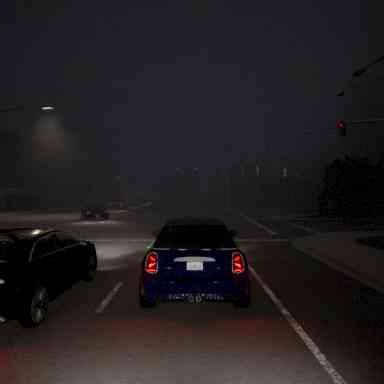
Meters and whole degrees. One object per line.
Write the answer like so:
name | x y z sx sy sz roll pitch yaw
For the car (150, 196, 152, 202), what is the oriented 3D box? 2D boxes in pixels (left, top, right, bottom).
car | -10.649 1.651 79.555 2.128 1.511 4.902 0 1 0

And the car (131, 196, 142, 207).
car | -10.685 1.848 59.136 1.882 1.535 5.008 0 0 0

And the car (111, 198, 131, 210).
car | -10.688 1.719 48.507 2.097 1.767 4.553 0 0 0

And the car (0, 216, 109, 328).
car | -3.447 1.503 6.993 2.128 1.511 4.902 0 0 0

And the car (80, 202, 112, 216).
car | -8.698 1.711 29.263 1.812 1.442 4.674 0 0 -25

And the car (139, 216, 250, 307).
car | 0.058 1.364 8.133 2.097 1.767 4.553 0 0 0

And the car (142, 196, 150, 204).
car | -10.630 1.609 69.430 2.097 1.767 4.553 0 1 0
